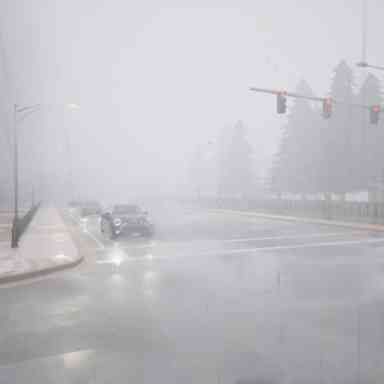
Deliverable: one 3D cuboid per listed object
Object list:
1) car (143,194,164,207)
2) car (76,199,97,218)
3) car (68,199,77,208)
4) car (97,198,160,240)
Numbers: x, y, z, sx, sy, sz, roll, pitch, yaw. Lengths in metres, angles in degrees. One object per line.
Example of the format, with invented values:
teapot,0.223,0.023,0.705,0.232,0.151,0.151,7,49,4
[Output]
car,-5.972,1.249,49.996,2.150,2.045,5.566,0,0,-23
car,-9.541,1.552,31.485,1.837,1.490,4.892,0,0,-23
car,-17.859,1.651,50.903,1.895,1.301,4.718,0,0,-23
car,-3.502,1.399,17.559,2.097,1.767,4.553,0,0,-23
